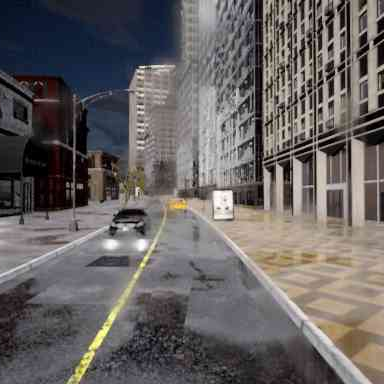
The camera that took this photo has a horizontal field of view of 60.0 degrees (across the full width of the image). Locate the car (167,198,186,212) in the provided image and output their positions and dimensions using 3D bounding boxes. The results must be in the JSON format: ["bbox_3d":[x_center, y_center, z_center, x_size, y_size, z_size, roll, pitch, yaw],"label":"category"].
[{"bbox_3d":[-1.726,1.537,39.410,1.882,1.535,5.008,0,0,-4],"label":"car"}]

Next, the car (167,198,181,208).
[{"bbox_3d":[-2.692,1.596,49.532,1.812,1.442,4.674,0,0,-6],"label":"car"}]

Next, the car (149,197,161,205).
[{"bbox_3d":[-6.744,1.545,60.417,1.994,1.385,4.181,0,0,-7],"label":"car"}]

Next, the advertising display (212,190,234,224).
[{"bbox_3d":[2.277,1.069,24.375,1.540,2.440,0.280,-1,-1,-3],"label":"advertising display"}]

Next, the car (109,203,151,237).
[{"bbox_3d":[-3.322,1.557,18.497,1.812,1.442,4.674,0,0,-2],"label":"car"}]
